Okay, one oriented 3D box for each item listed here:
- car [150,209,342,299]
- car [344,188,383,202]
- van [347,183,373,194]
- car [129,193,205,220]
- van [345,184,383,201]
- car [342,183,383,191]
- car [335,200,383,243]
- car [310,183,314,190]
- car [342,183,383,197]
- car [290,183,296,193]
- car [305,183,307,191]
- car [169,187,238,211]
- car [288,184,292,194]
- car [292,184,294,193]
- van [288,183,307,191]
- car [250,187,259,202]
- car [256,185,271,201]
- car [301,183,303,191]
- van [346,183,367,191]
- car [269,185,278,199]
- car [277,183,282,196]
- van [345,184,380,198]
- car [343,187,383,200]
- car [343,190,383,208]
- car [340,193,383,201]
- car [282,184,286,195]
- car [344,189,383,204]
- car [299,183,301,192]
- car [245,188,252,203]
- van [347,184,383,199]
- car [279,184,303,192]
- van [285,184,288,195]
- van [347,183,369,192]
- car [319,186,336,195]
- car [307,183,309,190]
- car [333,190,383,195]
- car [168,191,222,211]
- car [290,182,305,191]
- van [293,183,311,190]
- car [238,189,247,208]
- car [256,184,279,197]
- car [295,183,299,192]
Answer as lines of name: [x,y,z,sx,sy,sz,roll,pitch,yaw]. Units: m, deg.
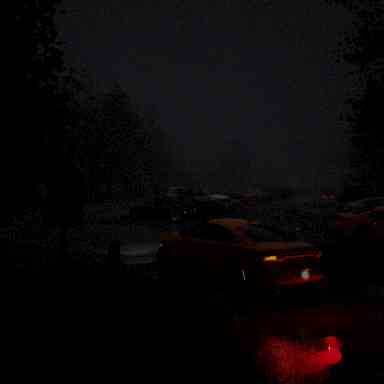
car: [0.885,1.406,8.415,1.882,1.535,5.008,2,-1,-31]
car: [20.523,0.360,39.063,4.792,1.488,2.163,1,2,25]
van: [32.360,-0.724,64.222,4.442,1.987,1.878,1,2,25]
car: [-1.916,1.097,22.042,4.792,1.488,2.163,1,3,25]
van: [21.561,0.016,41.605,4.442,1.987,1.878,1,2,25]
car: [15.842,0.483,29.023,5.566,2.045,2.435,1,3,25]
car: [8.841,1.364,14.109,5.008,1.535,2.097,1,3,25]
car: [27.460,-1.437,84.861,5.566,2.045,2.435,1,2,25]
car: [26.323,-0.339,51.621,5.566,2.045,2.435,1,2,25]
car: [15.676,-0.338,59.746,4.792,1.488,2.163,1,2,25]
car: [22.713,-0.984,74.831,4.553,1.767,2.185,1,2,25]
car: [0.481,0.605,27.034,5.566,2.045,2.435,1,3,25]
car: [13.330,-0.174,54.717,4.792,1.488,2.163,1,2,25]
car: [14.503,-0.256,57.232,4.792,1.488,2.163,1,2,25]
van: [26.155,-1.332,82.408,4.442,1.987,1.878,1,2,25]
car: [3.808,0.532,34.676,5.366,1.575,1.946,1,3,25]
car: [6.205,0.317,39.813,5.366,1.575,1.946,1,3,25]
car: [19.216,-0.612,67.280,4.892,1.521,2.231,1,2,25]
van: [39.176,-1.218,79.383,4.442,1.987,1.878,1,2,25]
car: [7.662,0.227,42.059,5.366,1.575,1.946,1,2,25]
car: [9.866,-0.080,47.144,4.553,1.767,2.185,1,2,25]
van: [25.072,-0.233,49.150,4.442,1.987,1.878,1,2,25]
car: [22.841,0.158,44.088,5.008,1.535,2.097,1,2,25]
car: [16.962,0.657,31.566,4.792,1.488,2.163,1,3,25]
car: [10.045,1.133,16.598,4.553,1.767,2.185,1,3,25]
car: [11.036,-0.009,49.662,4.792,1.488,2.163,1,2,25]
car: [19.407,0.450,36.672,4.792,1.488,2.163,1,2,25]
car: [18.055,-0.530,64.760,4.892,1.521,2.231,1,2,25]
car: [2.808,0.645,32.082,4.892,1.521,2.231,1,3,25]
van: [24.113,-0.148,46.542,4.442,1.987,1.878,1,2,25]
car: [21.540,-0.903,72.316,4.553,1.767,2.185,1,2,25]
van: [12.289,-0.345,52.132,4.442,1.987,1.878,1,2,25]
van: [38.160,-1.129,76.655,4.442,1.987,1.878,1,2,25]
car: [23.717,-0.278,57.657,2.128,1.511,4.902,1,2,25]
car: [23.910,-0.941,77.339,5.008,1.535,2.097,1,2,25]
car: [13.308,0.939,24.108,5.366,1.575,1.946,1,3,25]
car: [-0.712,0.962,24.540,5.008,1.535,2.097,1,3,25]
car: [20.227,-0.700,69.870,5.366,1.575,1.946,1,2,25]
van: [29.668,-1.503,89.940,4.442,1.987,1.878,1,1,25]
car: [1.798,0.749,29.492,5.366,1.575,1.946,1,3,25]
car: [8.658,0.134,44.646,4.892,1.521,2.231,1,2,25]
car: [16.708,-0.455,62.326,5.366,1.575,1.946,1,2,25]
